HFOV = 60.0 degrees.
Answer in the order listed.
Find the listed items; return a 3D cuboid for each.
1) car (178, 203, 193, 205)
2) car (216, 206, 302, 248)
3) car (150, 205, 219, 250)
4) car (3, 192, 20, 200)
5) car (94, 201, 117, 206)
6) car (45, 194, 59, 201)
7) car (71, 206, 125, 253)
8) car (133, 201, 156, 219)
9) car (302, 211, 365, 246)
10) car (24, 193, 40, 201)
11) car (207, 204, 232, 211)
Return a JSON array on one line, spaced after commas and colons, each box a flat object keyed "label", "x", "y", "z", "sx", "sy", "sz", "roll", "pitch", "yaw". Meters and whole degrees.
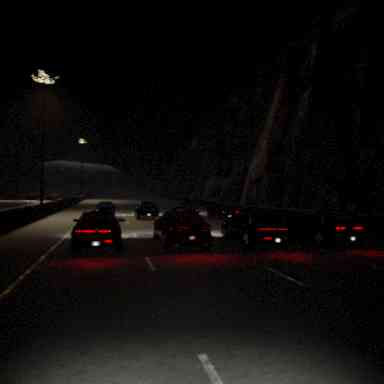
[{"label": "car", "x": -0.647, "y": 1.683, "z": 30.192, "sx": 1.994, "sy": 1.385, "sz": 4.181, "roll": 1, "pitch": 0, "yaw": -13}, {"label": "car", "x": 2.876, "y": 1.659, "z": 15.657, "sx": 1.837, "sy": 1.490, "sz": 4.892, "roll": 1, "pitch": 0, "yaw": -13}, {"label": "car", "x": -0.562, "y": 1.574, "z": 14.994, "sx": 1.882, "sy": 1.535, "sz": 5.008, "roll": 1, "pitch": 0, "yaw": -13}, {"label": "car", "x": -33.551, "y": 0.734, "z": 61.980, "sx": 1.882, "sy": 1.535, "sz": 5.008, "roll": 1, "pitch": 1, "yaw": -14}, {"label": "car", "x": -7.473, "y": 1.533, "z": 28.646, "sx": 1.812, "sy": 1.442, "sz": 4.674, "roll": 1, "pitch": 0, "yaw": -13}, {"label": "car", "x": -26.748, "y": 0.964, "z": 63.612, "sx": 1.895, "sy": 1.301, "sz": 4.718, "roll": 1, "pitch": 1, "yaw": -14}, {"label": "car", "x": -3.924, "y": 1.548, "z": 13.999, "sx": 1.837, "sy": 1.490, "sz": 4.892, "roll": 1, "pitch": 0, "yaw": -13}, {"label": "car", "x": -4.056, "y": 1.570, "z": 29.404, "sx": 1.837, "sy": 1.490, "sz": 4.892, "roll": 1, "pitch": 0, "yaw": -13}, {"label": "car", "x": 6.277, "y": 1.715, "z": 16.477, "sx": 1.837, "sy": 1.490, "sz": 4.892, "roll": 1, "pitch": 0, "yaw": -13}, {"label": "car", "x": -30.151, "y": 0.852, "z": 62.805, "sx": 2.033, "sy": 1.411, "sz": 5.357, "roll": 1, "pitch": 1, "yaw": -14}, {"label": "car", "x": 2.788, "y": 1.776, "z": 30.861, "sx": 1.895, "sy": 1.301, "sz": 4.718, "roll": 1, "pitch": 0, "yaw": -14}]
